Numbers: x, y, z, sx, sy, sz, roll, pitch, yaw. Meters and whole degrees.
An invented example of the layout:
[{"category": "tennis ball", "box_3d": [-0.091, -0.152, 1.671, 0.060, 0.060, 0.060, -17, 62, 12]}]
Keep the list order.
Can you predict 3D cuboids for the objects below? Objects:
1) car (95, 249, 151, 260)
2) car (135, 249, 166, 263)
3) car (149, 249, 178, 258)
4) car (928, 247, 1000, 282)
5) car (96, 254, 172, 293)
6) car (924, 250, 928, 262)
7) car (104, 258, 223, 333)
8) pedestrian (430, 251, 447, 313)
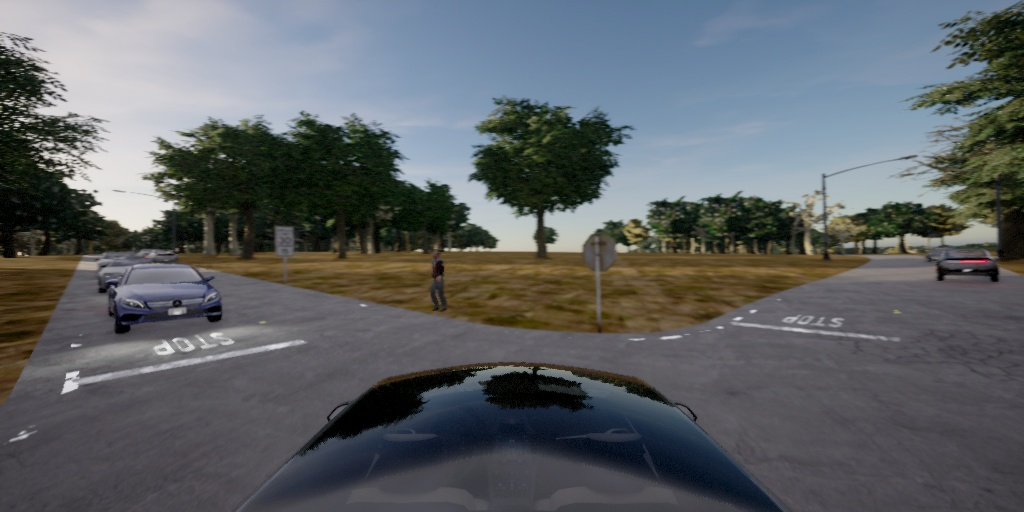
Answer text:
[{"category": "car", "box_3d": [-24.593, 0.496, 22.523, 4.902, 1.511, 2.128, 1, 1, 41]}, {"category": "car", "box_3d": [-40.885, -0.037, 40.532, 4.902, 1.511, 2.128, 2, 2, 40]}, {"category": "car", "box_3d": [-32.908, 0.179, 33.766, 4.902, 1.511, 2.128, 2, 2, 40]}, {"category": "car", "box_3d": [22.574, 0.393, 17.892, 4.902, 1.511, 2.128, -2, 0, -40]}, {"category": "car", "box_3d": [-16.926, 0.773, 16.003, 4.181, 1.385, 1.994, 2, 2, 41]}, {"category": "car", "box_3d": [41.574, -0.134, 34.740, 4.181, 1.385, 1.994, -2, 0, -43]}, {"category": "car", "box_3d": [-9.276, 0.932, 9.519, 4.674, 1.442, 1.812, 1, 2, 40]}, {"category": "pedestrian", "box_3d": [-2.189, 0.715, 10.539, 0.375, 1.860, 0.375, -2, -3, 40]}]
